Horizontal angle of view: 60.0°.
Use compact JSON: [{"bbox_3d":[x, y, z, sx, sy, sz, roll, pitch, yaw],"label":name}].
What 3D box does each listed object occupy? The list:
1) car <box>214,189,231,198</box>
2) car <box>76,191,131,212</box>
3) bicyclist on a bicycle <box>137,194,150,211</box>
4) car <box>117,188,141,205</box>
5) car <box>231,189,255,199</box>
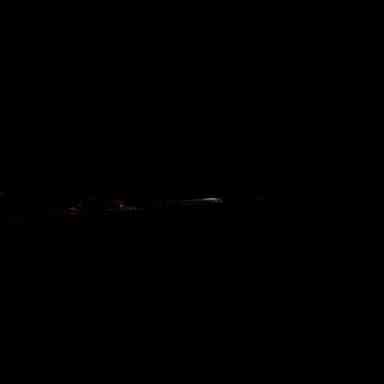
[{"bbox_3d":[5.683,0.275,58.108,2.128,1.511,4.902,1,2,36],"label":"car"},{"bbox_3d":[-8.589,0.994,31.768,1.882,1.535,5.008,1,2,35],"label":"car"},{"bbox_3d":[-4.491,0.995,30.825,1.656,1.620,0.582,0,1,35],"label":"bicyclist on a bicycle"},{"bbox_3d":[-8.396,0.535,38.432,2.150,2.045,5.566,1,2,35],"label":"car"},{"bbox_3d":[9.084,0.344,56.660,1.837,1.490,4.892,1,2,35],"label":"car"}]
